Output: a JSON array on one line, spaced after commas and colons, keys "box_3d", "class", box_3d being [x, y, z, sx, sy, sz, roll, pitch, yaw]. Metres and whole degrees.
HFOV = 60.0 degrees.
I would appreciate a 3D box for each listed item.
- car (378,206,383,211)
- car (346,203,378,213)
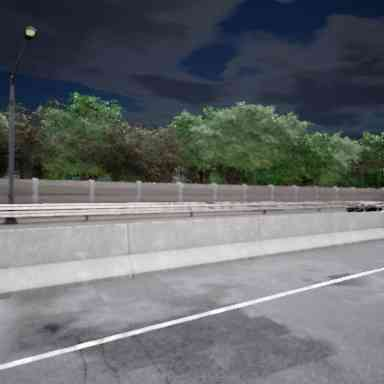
[{"box_3d": [22.870, 1.867, 36.596, 4.674, 1.442, 1.812, 1, 0, -33], "class": "car"}, {"box_3d": [20.201, 1.933, 39.032, 4.718, 1.301, 1.895, 1, 0, -33], "class": "car"}]
